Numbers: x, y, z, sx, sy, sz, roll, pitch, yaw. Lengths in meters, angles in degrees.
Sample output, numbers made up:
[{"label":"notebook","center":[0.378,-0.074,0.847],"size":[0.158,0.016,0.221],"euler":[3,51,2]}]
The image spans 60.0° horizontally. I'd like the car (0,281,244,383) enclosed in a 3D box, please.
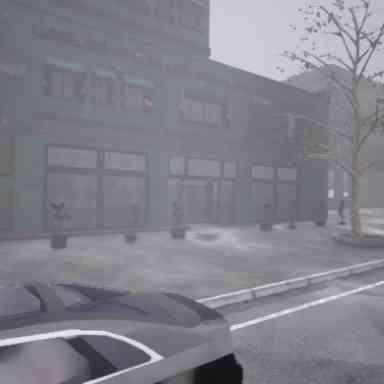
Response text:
[{"label":"car","center":[-1.833,1.487,2.070],"size":[4.902,1.511,2.128],"euler":[1,0,-36]}]
